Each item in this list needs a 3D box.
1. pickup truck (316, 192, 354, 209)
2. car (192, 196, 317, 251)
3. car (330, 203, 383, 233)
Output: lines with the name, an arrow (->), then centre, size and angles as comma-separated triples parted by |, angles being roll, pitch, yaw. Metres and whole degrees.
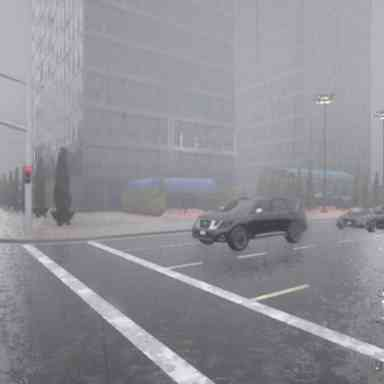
pickup truck -> 15.923, 1.050, 39.567 | 6.274, 2.098, 2.390 | 0, 0, -4
car -> 2.672, 1.219, 14.423 | 5.566, 2.045, 2.150 | 0, 0, -35
car -> 10.482, 1.559, 19.883 | 4.181, 1.385, 1.994 | 0, 0, -35
